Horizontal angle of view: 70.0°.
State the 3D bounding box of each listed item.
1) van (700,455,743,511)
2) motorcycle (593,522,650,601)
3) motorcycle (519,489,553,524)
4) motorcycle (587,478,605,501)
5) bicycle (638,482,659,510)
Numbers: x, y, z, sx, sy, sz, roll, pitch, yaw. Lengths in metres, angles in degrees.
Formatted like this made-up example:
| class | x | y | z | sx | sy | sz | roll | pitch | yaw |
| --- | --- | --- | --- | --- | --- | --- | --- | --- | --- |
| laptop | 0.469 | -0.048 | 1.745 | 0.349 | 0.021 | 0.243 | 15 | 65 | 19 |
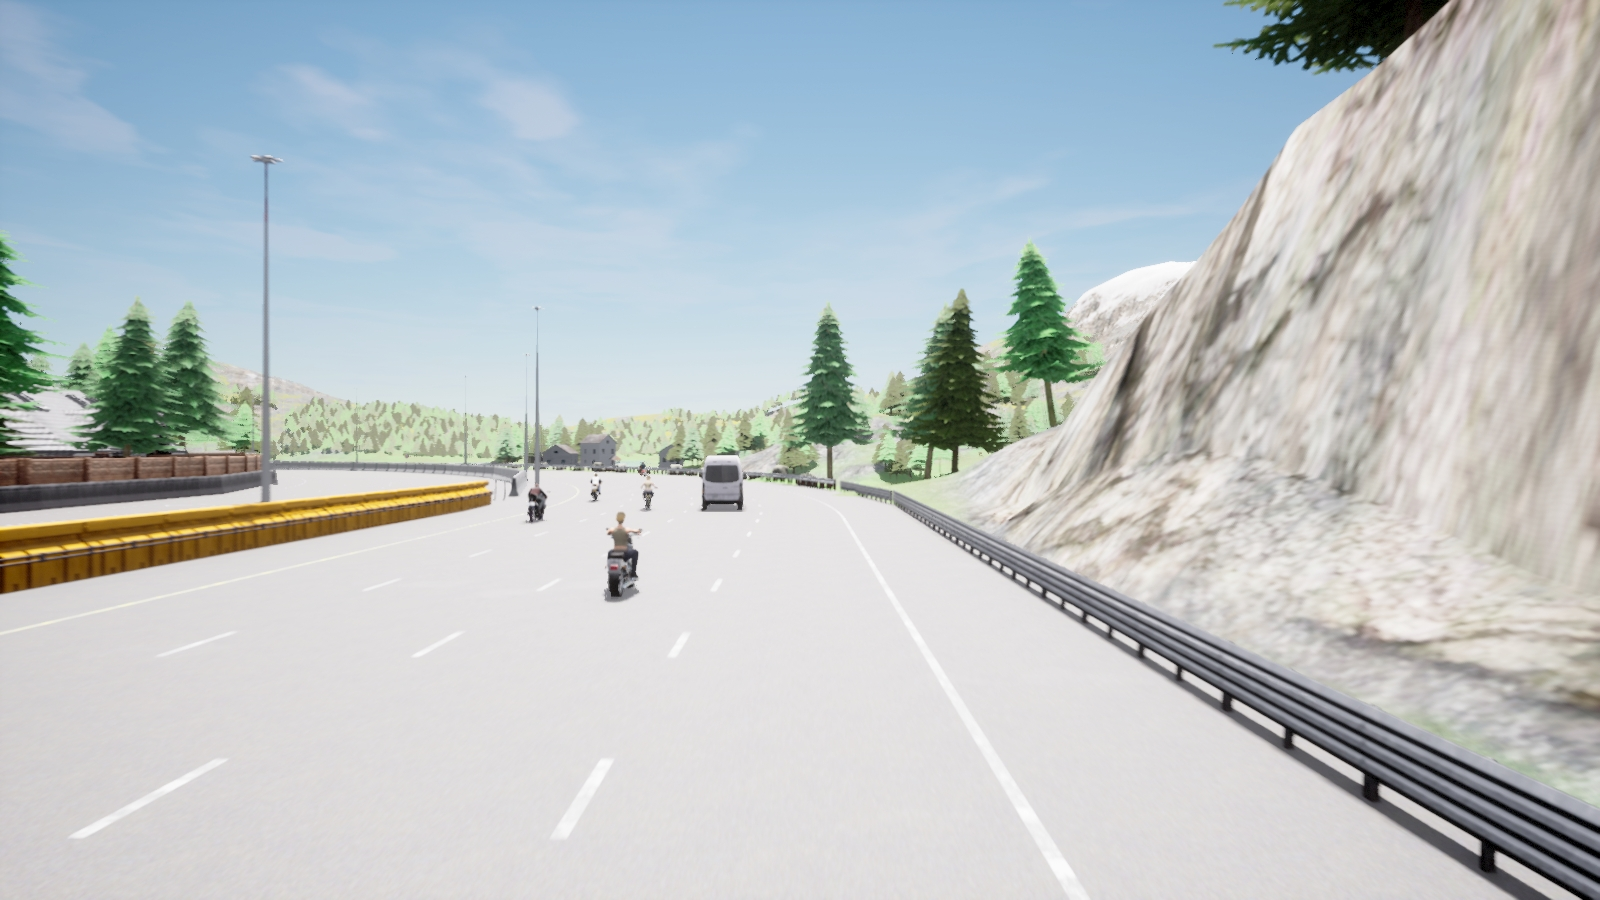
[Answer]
| class | x | y | z | sx | sy | sz | roll | pitch | yaw |
| --- | --- | --- | --- | --- | --- | --- | --- | --- | --- |
| van | -3.801 | 1.565 | 56.329 | 1.988 | 2.561 | 5.915 | 0 | 0 | -3 |
| motorcycle | -3.488 | 2.158 | 22.541 | 0.764 | 1.325 | 2.356 | 0 | 0 | 0 |
| motorcycle | -10.483 | 2.229 | 45.465 | 0.867 | 1.251 | 2.209 | 0 | 0 | -1 |
| motorcycle | -11.375 | 2.211 | 63.699 | 0.803 | 1.217 | 2.033 | 0 | 0 | -5 |
| bicycle | -7.176 | 2.178 | 54.122 | 0.859 | 1.295 | 1.487 | 0 | 0 | -2 |
